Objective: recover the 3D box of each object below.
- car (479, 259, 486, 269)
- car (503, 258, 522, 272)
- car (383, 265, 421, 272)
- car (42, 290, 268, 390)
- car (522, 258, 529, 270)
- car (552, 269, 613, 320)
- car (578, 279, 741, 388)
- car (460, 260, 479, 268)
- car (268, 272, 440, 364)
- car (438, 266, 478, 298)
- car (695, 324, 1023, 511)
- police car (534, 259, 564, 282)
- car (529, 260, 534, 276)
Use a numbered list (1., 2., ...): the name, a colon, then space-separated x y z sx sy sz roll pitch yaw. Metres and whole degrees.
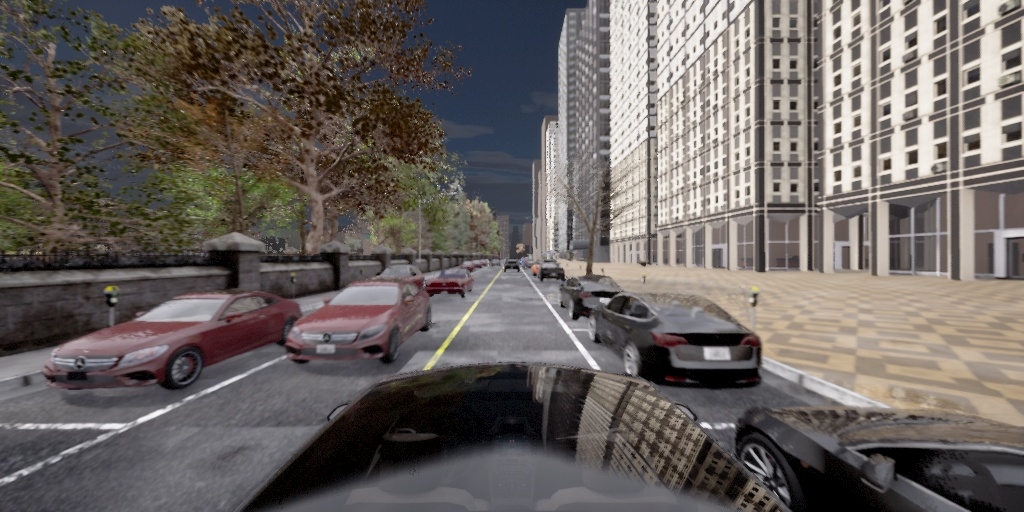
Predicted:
1. car: -5.684 1.339 57.476 1.888 1.381 4.507 0 0 0
2. car: 0.006 1.134 45.687 1.837 1.490 4.892 0 0 0
3. car: -5.689 1.195 18.050 1.967 1.591 4.097 0 0 0
4. car: -5.691 1.333 6.785 1.802 1.307 4.207 0 0 0
5. car: 2.696 1.338 51.842 2.007 1.370 4.403 0 0 0
6. car: 2.691 1.319 12.417 1.948 1.339 4.313 0 0 0
7. car: 2.690 1.317 6.784 1.948 1.339 4.313 0 0 0
8. car: -5.686 1.326 46.211 1.888 1.381 4.507 0 0 0
9. car: -3.084 1.277 8.248 1.812 1.442 4.674 0 0 0
10. car: -3.090 1.357 18.572 1.895 1.301 4.718 0 0 0
11. car: 2.689 1.316 1.152 1.948 1.339 4.313 0 0 0
12. police car: 3.138 1.189 29.574 1.930 1.638 5.238 0 0 0
13. car: 3.118 1.123 36.434 2.097 1.767 4.553 0 0 0
